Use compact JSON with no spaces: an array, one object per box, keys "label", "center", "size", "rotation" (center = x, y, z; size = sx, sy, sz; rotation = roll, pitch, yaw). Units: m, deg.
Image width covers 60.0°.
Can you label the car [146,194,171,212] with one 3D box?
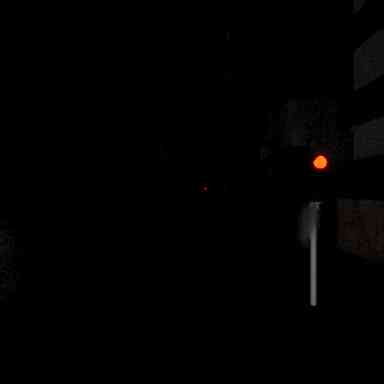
[{"label":"car","center":[-4.138,1.221,39.674],"size":[2.150,2.045,5.566],"rotation":[0,0,0]}]

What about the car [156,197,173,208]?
[{"label":"car","center":[-4.120,1.547,50.318],"size":[2.033,1.411,5.357],"rotation":[0,0,1]}]
